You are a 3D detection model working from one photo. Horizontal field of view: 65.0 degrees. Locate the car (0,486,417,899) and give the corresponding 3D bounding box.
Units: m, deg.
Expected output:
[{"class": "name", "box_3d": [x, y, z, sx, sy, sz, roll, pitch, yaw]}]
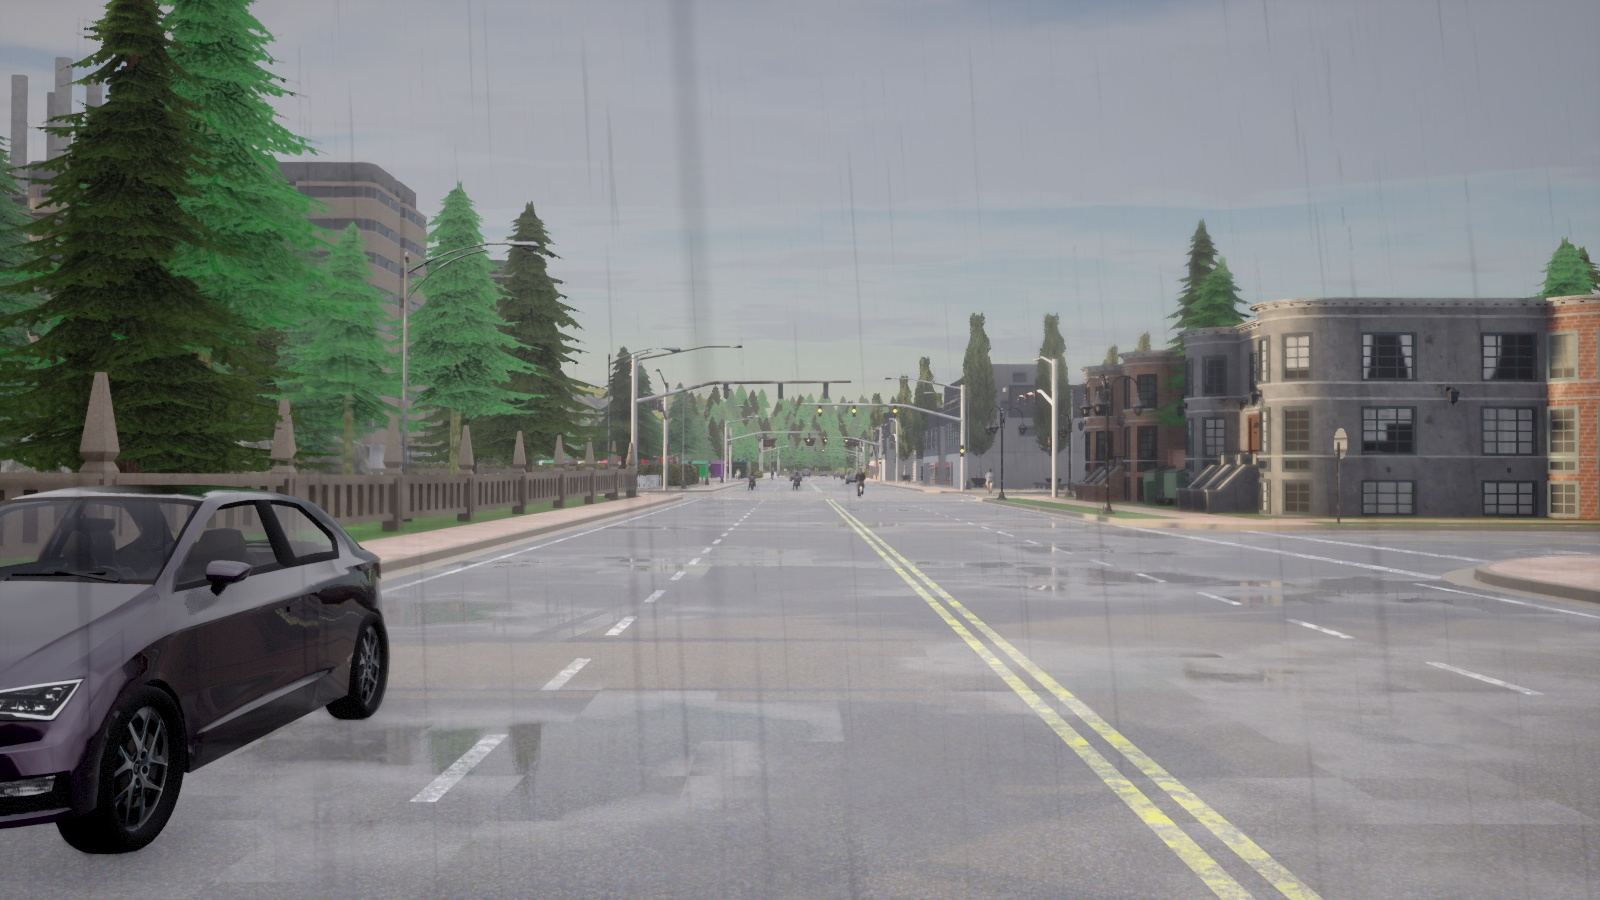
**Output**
[{"class": "car", "box_3d": [-3.515, 0.951, 6.460, 1.816, 1.474, 4.193, 0, -1, 0]}]
